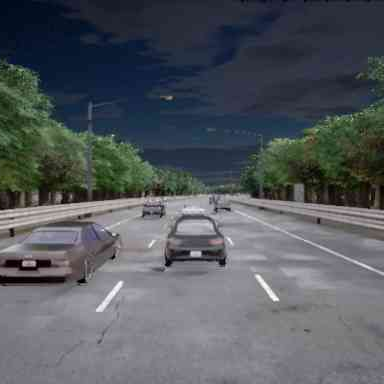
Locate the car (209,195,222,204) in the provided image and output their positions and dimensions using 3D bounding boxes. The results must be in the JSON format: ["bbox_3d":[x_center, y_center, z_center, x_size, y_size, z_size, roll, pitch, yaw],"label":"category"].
[{"bbox_3d":[4.244,1.710,63.615,2.033,1.411,5.357,0,0,2],"label":"car"}]

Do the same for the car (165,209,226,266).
[{"bbox_3d":[0.111,1.524,11.363,1.812,1.442,4.674,0,0,0],"label":"car"}]

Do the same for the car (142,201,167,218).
[{"bbox_3d":[-3.373,1.525,30.437,2.128,1.511,4.902,0,0,0],"label":"car"}]

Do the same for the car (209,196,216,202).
[{"bbox_3d":[5.637,1.925,89.383,1.837,1.490,4.892,0,-1,4],"label":"car"}]

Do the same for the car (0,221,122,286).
[{"bbox_3d":[-3.402,1.545,9.473,2.033,1.411,5.357,0,0,0],"label":"car"}]

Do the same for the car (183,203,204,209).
[{"bbox_3d":[0.115,1.631,29.066,1.895,1.301,4.718,0,0,0],"label":"car"}]

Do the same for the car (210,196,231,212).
[{"bbox_3d":[3.585,1.580,39.828,2.033,1.411,5.357,0,0,1],"label":"car"}]
